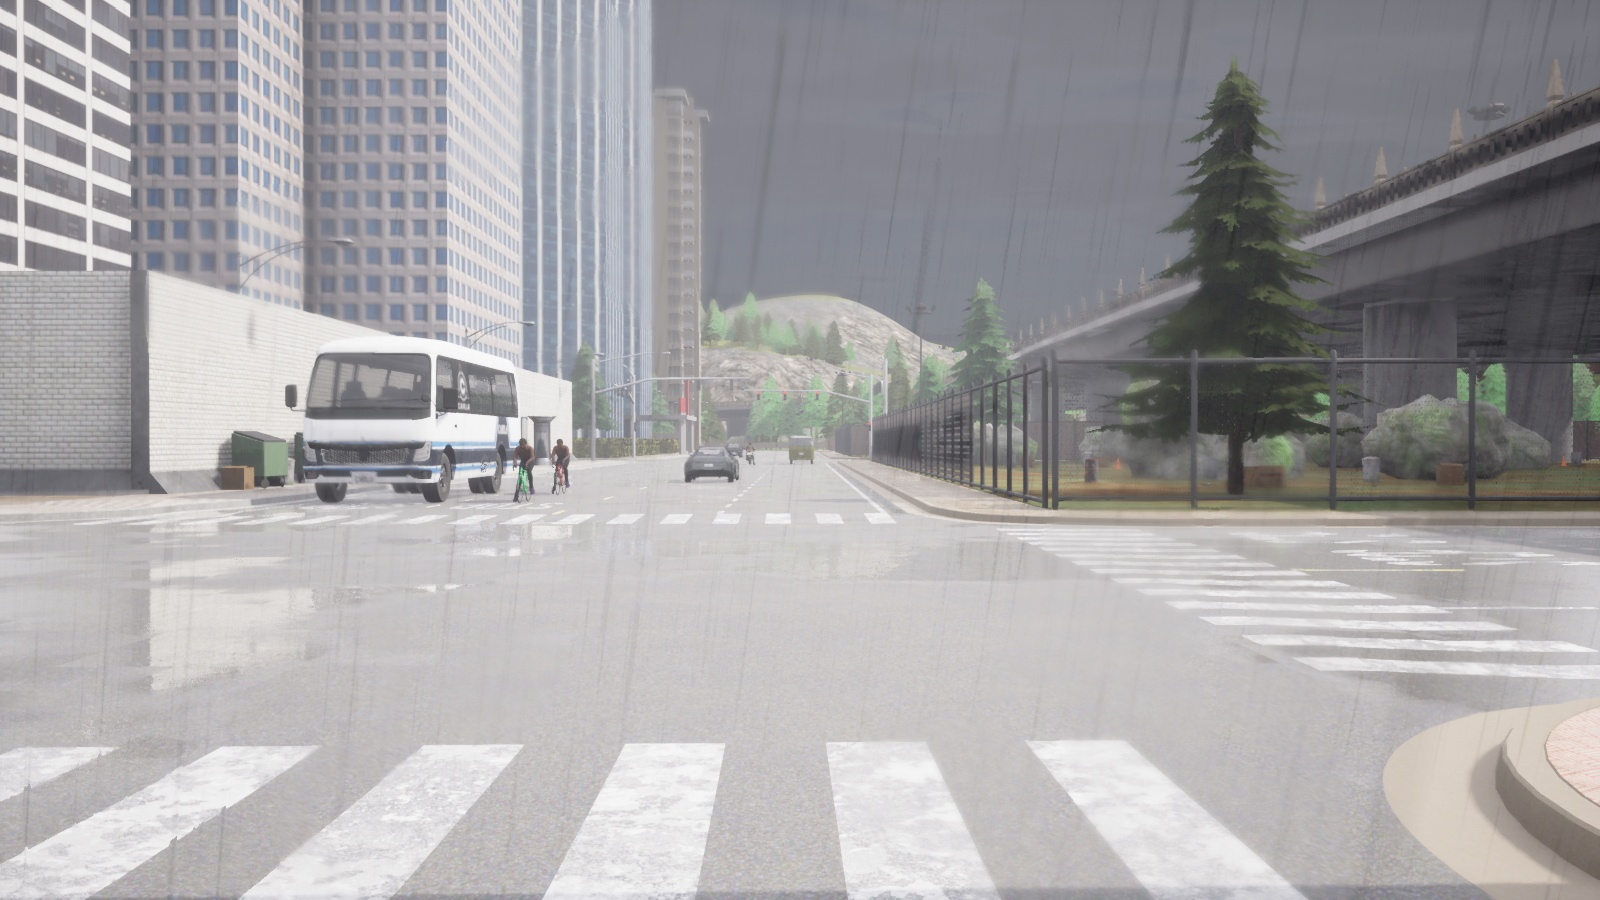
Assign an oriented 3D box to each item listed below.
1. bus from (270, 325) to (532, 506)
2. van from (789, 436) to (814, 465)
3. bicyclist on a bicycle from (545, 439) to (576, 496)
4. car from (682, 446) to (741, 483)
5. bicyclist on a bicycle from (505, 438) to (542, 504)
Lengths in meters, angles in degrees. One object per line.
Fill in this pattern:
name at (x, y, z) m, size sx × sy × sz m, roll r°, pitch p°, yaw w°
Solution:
bus at (-10.448, -0.833, 34.564) m, size 3.944 × 4.253 × 10.273 m, roll 0°, pitch 0°, yaw 0°
van at (0.106, -0.003, 89.002) m, size 1.775 × 1.987 × 4.442 m, roll 0°, pitch 0°, yaw 0°
bicyclist on a bicycle at (-6.947, 0.488, 36.483) m, size 0.582 × 1.620 × 1.656 m, roll 0°, pitch 1°, yaw 0°
car at (-3.434, 0.529, 49.439) m, size 1.994 × 1.385 × 4.181 m, roll 0°, pitch 0°, yaw 0°
bicyclist on a bicycle at (-6.952, 0.515, 31.641) m, size 0.582 × 1.620 × 1.656 m, roll 0°, pitch 1°, yaw 0°
